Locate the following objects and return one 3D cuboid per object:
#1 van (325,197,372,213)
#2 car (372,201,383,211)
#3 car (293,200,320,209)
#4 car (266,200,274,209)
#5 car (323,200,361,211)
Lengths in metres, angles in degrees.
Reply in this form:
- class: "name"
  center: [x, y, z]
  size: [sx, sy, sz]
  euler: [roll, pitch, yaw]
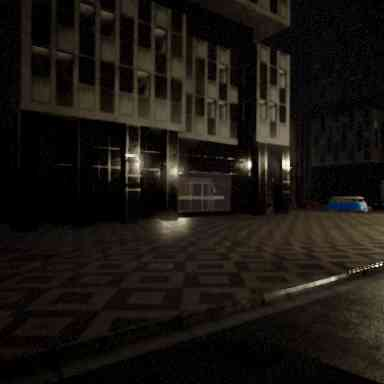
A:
- class: "van"
  center: [16.950, 1.436, 36.329]
  size: [1.690, 1.788, 3.998]
  euler: [0, 0, -35]
- class: "car"
  center: [23.896, 1.739, 41.270]
  size: [1.947, 1.339, 4.313]
  euler: [0, 0, -35]
- class: "car"
  center: [17.355, 1.833, 50.481]
  size: [1.802, 1.307, 4.206]
  euler: [0, 0, -35]
- class: "car"
  center: [10.409, 1.719, 45.538]
  size: [1.887, 1.381, 4.507]
  euler: [0, 0, -35]
- class: "car"
  center: [20.625, 1.763, 45.876]
  size: [2.008, 1.369, 4.403]
  euler: [0, 0, -35]
